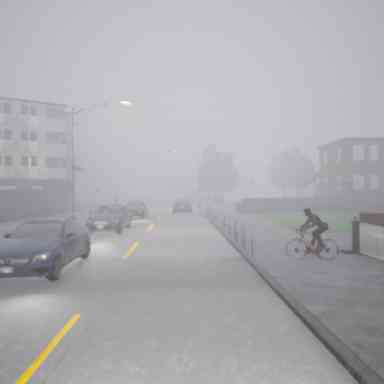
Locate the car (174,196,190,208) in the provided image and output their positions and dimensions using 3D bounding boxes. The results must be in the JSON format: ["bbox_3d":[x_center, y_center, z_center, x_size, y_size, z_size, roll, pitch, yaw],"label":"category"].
[{"bbox_3d":[-1.435,1.412,47.210,2.128,1.511,4.902,0,0,-1],"label":"car"}]

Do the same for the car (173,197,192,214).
[{"bbox_3d":[-1.018,1.503,35.148,1.994,1.385,4.181,0,0,-2],"label":"car"}]

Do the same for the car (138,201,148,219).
[{"bbox_3d":[-4.965,1.504,29.195,1.812,1.442,4.674,0,0,-1],"label":"car"}]

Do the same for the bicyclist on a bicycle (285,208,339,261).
[{"bbox_3d":[3.656,1.303,10.117,1.656,1.620,0.582,0,0,-2],"label":"bicyclist on a bicycle"}]

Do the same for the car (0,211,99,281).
[{"bbox_3d":[-4.361,1.537,9.992,1.812,1.442,4.674,0,0,-2],"label":"car"}]

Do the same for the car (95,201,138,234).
[{"bbox_3d":[-4.667,1.487,19.142,2.128,1.511,4.902,0,0,-2],"label":"car"}]
